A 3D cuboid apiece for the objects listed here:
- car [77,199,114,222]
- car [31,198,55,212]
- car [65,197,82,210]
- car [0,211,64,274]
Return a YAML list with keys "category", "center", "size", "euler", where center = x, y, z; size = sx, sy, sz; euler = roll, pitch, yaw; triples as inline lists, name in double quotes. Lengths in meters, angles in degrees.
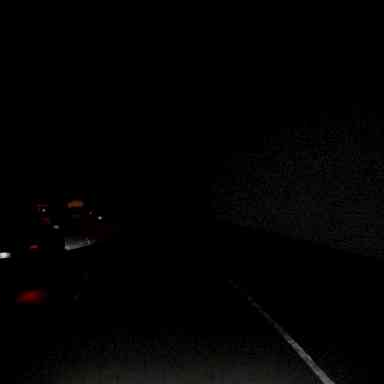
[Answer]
- category: "car"
  center: [-7.215, 1.471, 24.891]
  size: [1.895, 1.301, 4.718]
  euler: [0, 0, -24]
- category: "car"
  center: [-14.136, 1.363, 31.636]
  size: [1.837, 1.490, 4.892]
  euler: [0, 0, -25]
- category: "car"
  center: [-14.122, 1.282, 39.975]
  size: [1.882, 1.535, 5.008]
  euler: [0, 0, -25]
- category: "car"
  center: [-5.128, 1.521, 10.134]
  size: [1.994, 1.385, 4.181]
  euler: [0, 0, -15]
